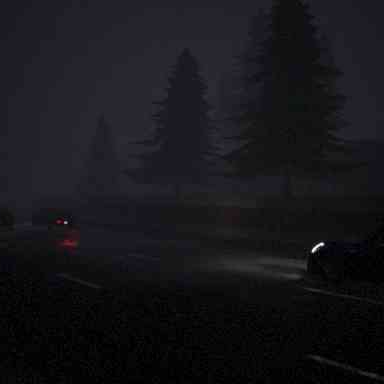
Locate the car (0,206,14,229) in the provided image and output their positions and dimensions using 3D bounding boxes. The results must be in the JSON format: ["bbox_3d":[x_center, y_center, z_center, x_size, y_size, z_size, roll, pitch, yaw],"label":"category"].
[{"bbox_3d":[-13.583,1.673,22.525,1.882,1.535,5.008,2,-1,-41],"label":"car"}]

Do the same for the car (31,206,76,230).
[{"bbox_3d":[-9.851,1.767,23.531,1.837,1.490,4.892,1,-1,-42],"label":"car"}]

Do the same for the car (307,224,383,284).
[{"bbox_3d":[5.478,1.579,8.757,4.553,1.767,2.097,0,-1,39],"label":"car"}]
